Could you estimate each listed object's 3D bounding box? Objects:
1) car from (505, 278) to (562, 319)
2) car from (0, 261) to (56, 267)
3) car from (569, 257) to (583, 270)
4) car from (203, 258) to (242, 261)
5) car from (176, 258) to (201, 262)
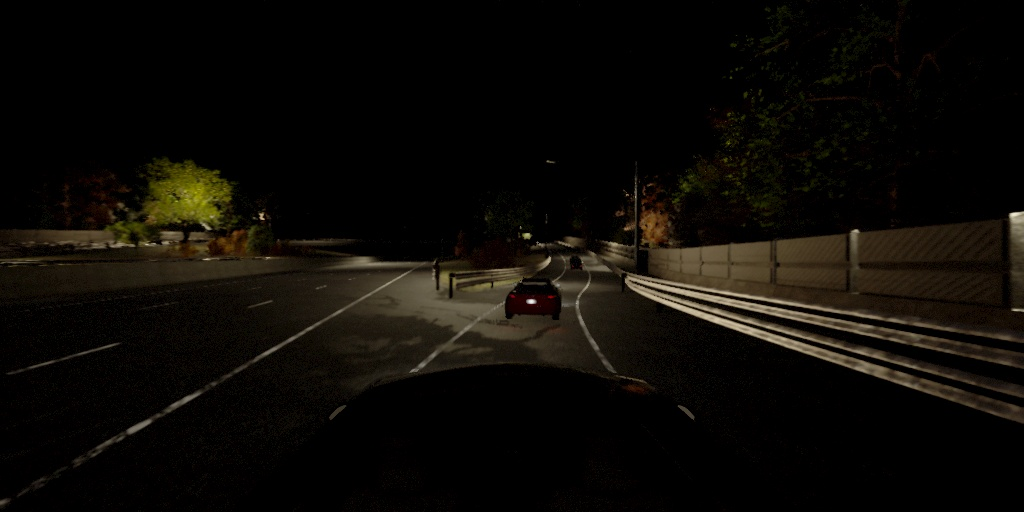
[{"bbox_3d":[0.951,1.558,14.184,1.994,1.385,4.181,0,-1,8],"label":"car"},{"bbox_3d":[-27.100,1.053,19.586,2.128,1.511,4.902,0,0,-11],"label":"car"},{"bbox_3d":[10.036,1.442,55.977,2.033,1.411,5.357,0,2,9],"label":"car"},{"bbox_3d":[-31.089,0.997,39.450,1.837,1.490,4.892,0,0,-11],"label":"car"},{"bbox_3d":[-34.413,0.977,38.239,2.128,1.511,4.902,0,0,-11],"label":"car"}]
